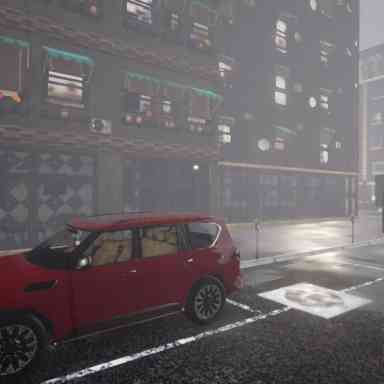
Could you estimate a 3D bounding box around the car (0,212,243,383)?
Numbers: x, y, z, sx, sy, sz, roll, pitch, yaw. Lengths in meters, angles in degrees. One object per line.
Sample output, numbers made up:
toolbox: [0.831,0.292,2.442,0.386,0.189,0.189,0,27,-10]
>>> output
car: [-1.362,1.316,5.583,5.009,1.841,2.192,0,1,-35]

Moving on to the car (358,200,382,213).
car: [20.164,1.538,37.360,1.887,1.381,4.507,1,0,-36]
